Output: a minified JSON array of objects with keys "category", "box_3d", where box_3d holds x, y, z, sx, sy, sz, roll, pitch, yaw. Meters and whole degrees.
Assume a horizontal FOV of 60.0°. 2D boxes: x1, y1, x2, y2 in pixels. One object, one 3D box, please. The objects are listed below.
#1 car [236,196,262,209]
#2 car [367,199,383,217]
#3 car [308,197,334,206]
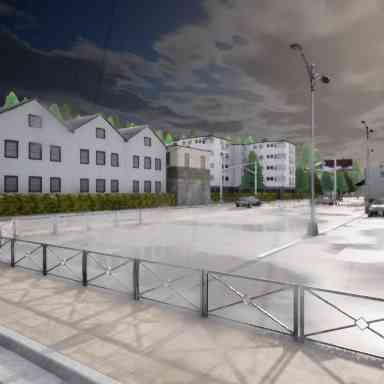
[{"category":"car","box_3d":[7.213,1.300,41.717,2.128,1.511,4.902,0,0,35]},{"category":"car","box_3d":[15.428,1.298,26.805,2.007,1.523,4.514,0,0,35]},{"category":"car","box_3d":[21.353,1.519,55.296,1.994,1.385,4.181,0,1,-30]}]
